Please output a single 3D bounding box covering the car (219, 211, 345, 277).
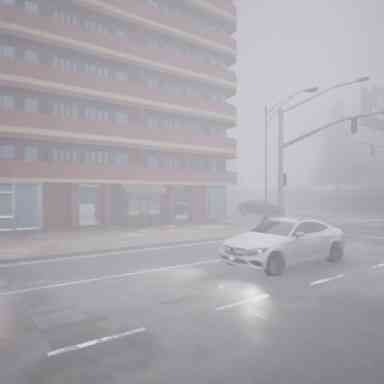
[{"bbox_3d":[2.969,1.526,10.423,4.674,1.442,1.812,0,0,-36],"label":"car"}]

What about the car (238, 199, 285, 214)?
[{"bbox_3d":[6.669,1.478,32.182,1.882,1.535,5.008,0,0,-36],"label":"car"}]
